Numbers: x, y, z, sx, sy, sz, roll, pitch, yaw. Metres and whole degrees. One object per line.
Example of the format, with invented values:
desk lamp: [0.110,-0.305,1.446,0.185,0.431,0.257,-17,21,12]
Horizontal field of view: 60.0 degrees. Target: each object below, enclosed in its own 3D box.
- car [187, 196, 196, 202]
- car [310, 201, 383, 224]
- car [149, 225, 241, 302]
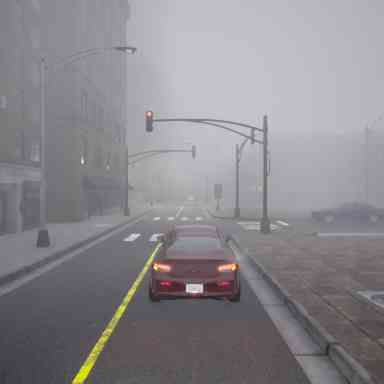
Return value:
car: [-0.150,1.567,76.115,1.812,1.442,4.674,0,0,0]
car: [11.078,1.432,23.851,5.008,1.535,1.882,0,0,0]
car: [0.074,1.526,8.139,1.812,1.442,4.674,0,0,1]
